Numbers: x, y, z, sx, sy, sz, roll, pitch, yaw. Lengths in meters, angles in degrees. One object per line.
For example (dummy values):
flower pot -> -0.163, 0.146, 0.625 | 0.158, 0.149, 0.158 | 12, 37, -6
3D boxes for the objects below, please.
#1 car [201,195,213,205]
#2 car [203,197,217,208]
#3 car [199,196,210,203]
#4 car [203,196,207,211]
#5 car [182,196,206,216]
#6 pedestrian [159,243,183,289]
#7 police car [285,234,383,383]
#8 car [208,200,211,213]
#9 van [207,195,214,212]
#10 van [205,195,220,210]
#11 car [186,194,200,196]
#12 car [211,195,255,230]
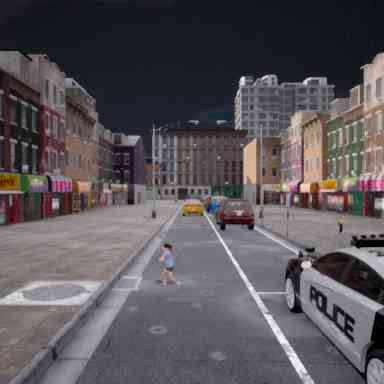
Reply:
car -> 2.610, 1.430, 59.233 | 1.967, 1.590, 4.097 | 0, 0, 0
car -> 2.615, 1.517, 48.452 | 1.752, 1.417, 4.829 | 0, 0, 0
car -> 2.606, 1.539, 70.184 | 2.008, 1.369, 4.403 | 0, 0, 0
car -> 2.619, 1.308, 37.330 | 2.192, 1.841, 5.009 | 0, 0, 0
car -> 0.079, 1.472, 33.156 | 1.882, 1.535, 5.008 | 0, 0, 0
pedestrian -> -0.525, 1.671, 7.728 | 0.500, 1.100, 0.500 | 0, 0, 0
police car -> 2.748, 1.424, 4.721 | 1.930, 1.638, 5.238 | 0, 0, 0
car -> 2.624, 1.546, 26.380 | 2.008, 1.369, 4.403 | 0, 0, 0
van -> 2.621, 1.335, 31.855 | 1.690, 1.788, 3.998 | 0, 0, 0
van -> 2.617, 1.334, 42.806 | 1.690, 1.788, 3.998 | 0, 0, 0
car -> 0.094, 1.214, 44.569 | 2.150, 2.045, 5.566 | 0, 0, -2
car -> 2.626, 1.311, 20.904 | 2.192, 1.841, 5.009 | 0, 0, 0
